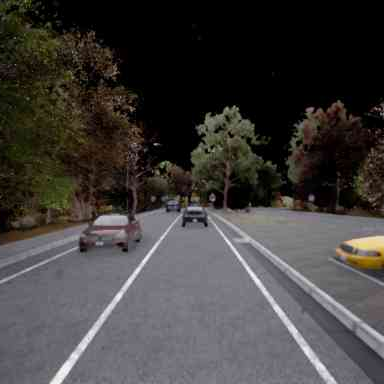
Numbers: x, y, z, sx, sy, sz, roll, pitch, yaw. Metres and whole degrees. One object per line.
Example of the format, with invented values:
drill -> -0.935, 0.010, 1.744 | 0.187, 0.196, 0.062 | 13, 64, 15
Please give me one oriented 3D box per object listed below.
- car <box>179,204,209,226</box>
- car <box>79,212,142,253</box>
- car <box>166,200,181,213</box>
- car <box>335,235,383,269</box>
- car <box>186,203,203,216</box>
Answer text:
car -> 0.222, 1.774, 25.639 | 1.837, 1.490, 4.892 | 0, -1, 0
car -> -3.284, 1.609, 14.186 | 1.812, 1.442, 4.674 | 0, -1, 0
car -> -3.059, 2.375, 54.872 | 2.150, 2.045, 5.566 | 0, -2, 1
car -> 6.942, 1.490, 9.378 | 5.366, 1.575, 1.946 | 0, 0, 0
car -> 0.304, 2.239, 42.919 | 2.128, 1.511, 4.902 | 0, -2, 0
